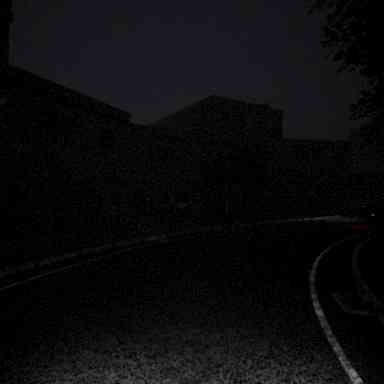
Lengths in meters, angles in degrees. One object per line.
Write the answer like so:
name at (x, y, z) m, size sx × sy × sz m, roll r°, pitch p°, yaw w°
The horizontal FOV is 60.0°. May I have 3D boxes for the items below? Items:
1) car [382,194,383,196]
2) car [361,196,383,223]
car at (16.137, 0.944, 26.017) m, size 5.566 × 2.045 × 2.150 m, roll -2°, pitch -2°, yaw -10°
car at (13.178, 1.175, 21.245) m, size 5.008 × 1.535 × 1.882 m, roll -2°, pitch -2°, yaw -26°
